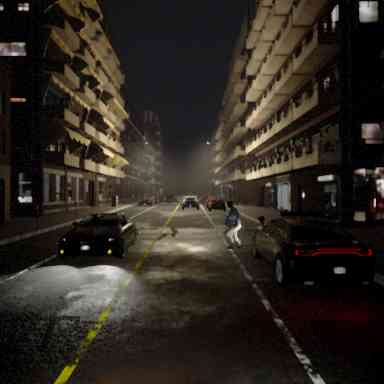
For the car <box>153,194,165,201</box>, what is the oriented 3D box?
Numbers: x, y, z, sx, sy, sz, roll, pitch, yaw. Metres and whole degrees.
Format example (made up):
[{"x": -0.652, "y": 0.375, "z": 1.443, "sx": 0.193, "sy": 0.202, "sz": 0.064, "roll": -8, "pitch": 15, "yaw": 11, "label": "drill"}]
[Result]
[{"x": -6.088, "y": 0.991, "z": 61.049, "sx": 1.802, "sy": 1.307, "sz": 4.206, "roll": 1, "pitch": 1, "yaw": 0, "label": "car"}]

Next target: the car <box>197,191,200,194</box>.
[{"x": -0.299, "y": 0.887, "z": 48.247, "sx": 2.097, "sy": 1.767, "sz": 4.553, "roll": 0, "pitch": 1, "yaw": 0, "label": "car"}]

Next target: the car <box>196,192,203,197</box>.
[{"x": 2.049, "y": 0.635, "z": 94.489, "sx": 1.887, "sy": 1.381, "sz": 4.507, "roll": 1, "pitch": 1, "yaw": 0, "label": "car"}]

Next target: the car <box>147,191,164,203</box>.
[{"x": -6.047, "y": 0.778, "z": 55.475, "sx": 2.192, "sy": 1.841, "sz": 5.009, "roll": 1, "pitch": 1, "yaw": 0, "label": "car"}]

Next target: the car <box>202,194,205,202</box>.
[{"x": 2.441, "y": 1.207, "z": 38.782, "sx": 1.802, "sy": 1.307, "sz": 4.206, "roll": 1, "pitch": 1, "yaw": 0, "label": "car"}]

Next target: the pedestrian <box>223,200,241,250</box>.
[{"x": 1.454, "y": 1.175, "z": 12.115, "sx": 0.375, "sy": 1.860, "sz": 0.375, "roll": 1, "pitch": 0, "yaw": -5, "label": "pedestrian"}]

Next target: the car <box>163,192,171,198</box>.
[{"x": -6.235, "y": 0.722, "z": 83.161, "sx": 1.752, "sy": 1.417, "sz": 4.829, "roll": 1, "pitch": 1, "yaw": 0, "label": "car"}]

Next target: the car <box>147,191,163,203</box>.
[{"x": -6.010, "y": 0.831, "z": 49.904, "sx": 2.192, "sy": 1.841, "sz": 5.009, "roll": 1, "pitch": 1, "yaw": 0, "label": "car"}]

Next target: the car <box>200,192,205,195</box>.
[{"x": 2.329, "y": 1.046, "z": 55.494, "sx": 1.802, "sy": 1.307, "sz": 4.206, "roll": 1, "pitch": 1, "yaw": 0, "label": "car"}]

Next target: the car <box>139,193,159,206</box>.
[{"x": -5.976, "y": 1.136, "z": 44.336, "sx": 1.947, "sy": 1.339, "sz": 4.313, "roll": 1, "pitch": 1, "yaw": 0, "label": "car"}]

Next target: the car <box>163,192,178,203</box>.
[{"x": -3.436, "y": 0.980, "z": 54.450, "sx": 1.837, "sy": 1.490, "sz": 4.892, "roll": 0, "pitch": 0, "yaw": 0, "label": "car"}]

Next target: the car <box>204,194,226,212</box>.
[{"x": 2.477, "y": 1.202, "z": 33.380, "sx": 1.752, "sy": 1.417, "sz": 4.829, "roll": 1, "pitch": 1, "yaw": 0, "label": "car"}]

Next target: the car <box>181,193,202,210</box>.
[{"x": -0.160, "y": 1.170, "z": 36.625, "sx": 1.812, "sy": 1.442, "sz": 4.674, "roll": 0, "pitch": 1, "yaw": 0, "label": "car"}]

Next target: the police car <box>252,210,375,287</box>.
[{"x": 2.936, "y": 1.335, "z": 9.232, "sx": 1.930, "sy": 1.638, "sz": 5.238, "roll": 0, "pitch": 1, "yaw": 0, "label": "police car"}]

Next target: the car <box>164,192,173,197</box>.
[{"x": -6.274, "y": 0.708, "z": 88.902, "sx": 1.947, "sy": 1.339, "sz": 4.313, "roll": 1, "pitch": 1, "yaw": 0, "label": "car"}]

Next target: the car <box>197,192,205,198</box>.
[{"x": 2.151, "y": 0.720, "z": 83.517, "sx": 1.752, "sy": 1.417, "sz": 4.829, "roll": 1, "pitch": 1, "yaw": 0, "label": "car"}]

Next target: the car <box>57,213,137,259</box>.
[{"x": -3.180, "y": 1.447, "z": 11.885, "sx": 1.994, "sy": 1.385, "sz": 4.181, "roll": 0, "pitch": 1, "yaw": 0, "label": "car"}]
